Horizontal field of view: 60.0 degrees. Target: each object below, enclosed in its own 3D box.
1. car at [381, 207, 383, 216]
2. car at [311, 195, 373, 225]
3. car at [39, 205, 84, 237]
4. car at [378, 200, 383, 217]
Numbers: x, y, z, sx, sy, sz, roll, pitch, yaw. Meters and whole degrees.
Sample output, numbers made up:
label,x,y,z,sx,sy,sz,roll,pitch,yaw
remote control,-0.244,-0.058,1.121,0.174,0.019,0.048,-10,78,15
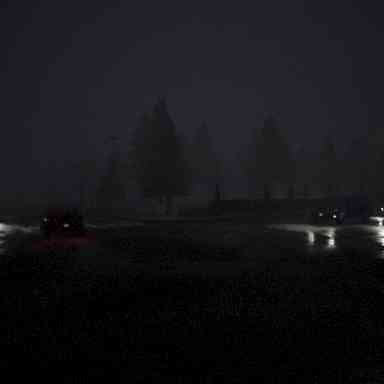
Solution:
label,x,y,z,sx,sy,sz,roll,pitch,yaw
car,15.744,1.488,23.784,5.008,1.535,1.882,0,0,-35
car,11.304,1.235,24.934,5.566,2.045,2.150,0,0,-35
car,-7.274,1.481,18.431,1.882,1.535,5.008,0,0,-27
car,19.252,1.435,30.585,4.892,1.490,1.837,-2,1,-35
